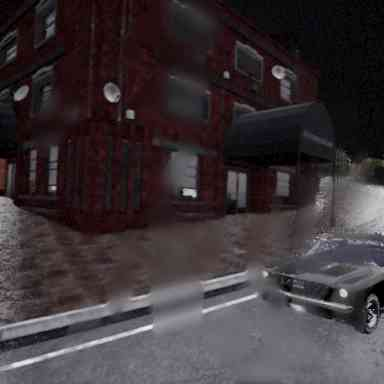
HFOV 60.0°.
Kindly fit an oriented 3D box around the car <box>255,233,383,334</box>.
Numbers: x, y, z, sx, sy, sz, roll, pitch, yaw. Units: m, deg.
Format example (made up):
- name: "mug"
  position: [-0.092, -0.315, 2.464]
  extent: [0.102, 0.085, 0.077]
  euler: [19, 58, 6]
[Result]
- name: "car"
  position: [3.438, 1.599, 6.938]
  extent: [4.718, 1.301, 1.895]
  euler: [0, 0, -40]
